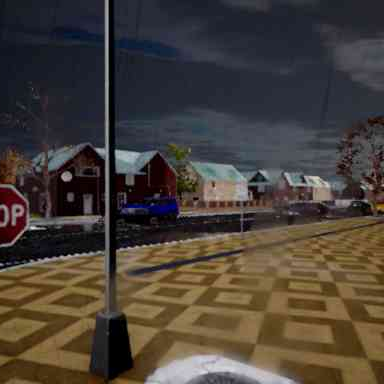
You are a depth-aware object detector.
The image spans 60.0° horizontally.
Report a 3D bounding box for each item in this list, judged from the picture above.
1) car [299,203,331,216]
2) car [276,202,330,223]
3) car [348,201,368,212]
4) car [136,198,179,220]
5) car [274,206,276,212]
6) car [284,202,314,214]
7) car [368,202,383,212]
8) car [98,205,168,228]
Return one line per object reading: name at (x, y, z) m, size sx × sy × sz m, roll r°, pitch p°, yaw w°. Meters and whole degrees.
car at (14.520, 2.022, 39.032) m, size 1.812 × 1.442 × 4.674 m, roll -1°, pitch -1°, yaw 43°
car at (9.890, 1.883, 29.380) m, size 2.033 × 1.411 × 5.357 m, roll -1°, pitch -1°, yaw 43°
car at (25.565, 2.077, 50.759) m, size 2.097 × 1.767 × 4.553 m, roll -1°, pitch -1°, yaw 42°
car at (-3.573, 1.520, 29.601) m, size 2.150 × 2.045 × 5.566 m, roll -1°, pitch -1°, yaw 43°
car at (13.665, 2.228, 47.766) m, size 1.895 × 1.301 × 4.718 m, roll -1°, pitch -1°, yaw 44°
car at (14.020, 2.067, 43.451) m, size 1.837 × 1.490 × 4.892 m, roll -1°, pitch -2°, yaw 44°
car at (27.790, 2.174, 48.382) m, size 1.882 × 1.535 × 5.008 m, roll -1°, pitch -1°, yaw 43°
car at (-4.341, 1.817, 24.041) m, size 1.895 × 1.301 × 4.718 m, roll -1°, pitch -1°, yaw 43°
